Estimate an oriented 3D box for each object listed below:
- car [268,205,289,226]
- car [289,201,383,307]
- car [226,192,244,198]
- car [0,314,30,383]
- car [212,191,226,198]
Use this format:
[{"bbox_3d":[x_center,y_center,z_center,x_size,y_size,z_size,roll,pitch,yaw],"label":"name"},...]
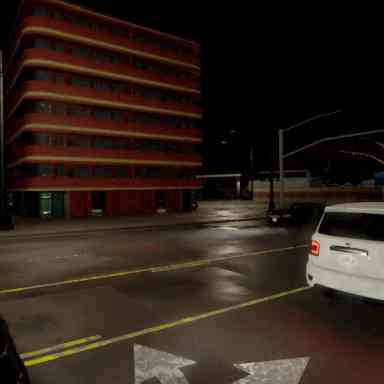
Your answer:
[{"bbox_3d":[7.077,1.446,21.795,4.902,1.511,2.128,0,0,-35],"label":"car"},{"bbox_3d":[4.814,1.217,7.159,5.566,2.045,2.150,0,0,-35],"label":"car"},{"bbox_3d":[11.437,0.817,85.123,3.806,1.475,1.970,-1,1,-35],"label":"car"},{"bbox_3d":[-3.630,1.223,1.163,5.566,2.045,2.150,0,0,-35],"label":"car"},{"bbox_3d":[7.472,0.671,89.349,4.611,1.667,2.242,-1,1,-35],"label":"car"}]
